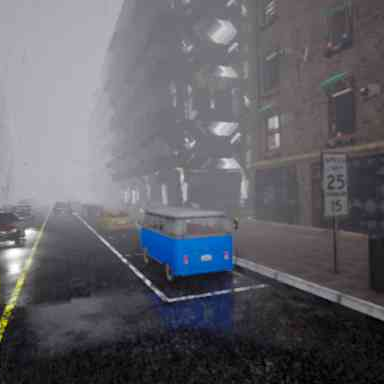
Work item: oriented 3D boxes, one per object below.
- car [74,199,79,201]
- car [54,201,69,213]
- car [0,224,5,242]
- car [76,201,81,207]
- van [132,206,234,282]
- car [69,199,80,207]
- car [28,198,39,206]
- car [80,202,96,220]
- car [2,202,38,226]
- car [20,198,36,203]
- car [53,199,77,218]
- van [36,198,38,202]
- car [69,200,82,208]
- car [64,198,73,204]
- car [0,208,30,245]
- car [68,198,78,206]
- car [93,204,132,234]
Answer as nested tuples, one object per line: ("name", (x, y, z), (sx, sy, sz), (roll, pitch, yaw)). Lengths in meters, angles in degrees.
("car", (-19.584, 2.121, 56.820), (2.008, 1.369, 4.403), (-2, 0, -22))
("car", (-18.380, 2.048, 46.773), (1.812, 1.442, 4.674), (-2, 0, -22))
("car", (-5.740, 1.712, 7.517), (1.994, 1.385, 4.181), (-2, 0, -22))
("car", (-11.036, 1.854, 35.847), (1.887, 1.381, 4.507), (-2, 0, -22))
("van", (-0.356, 1.348, 9.635), (1.690, 1.788, 3.998), (-1, 0, -22))
("car", (-23.859, 2.245, 67.307), (1.887, 1.381, 4.507), (-2, 0, -22))
("car", (-38.041, 2.429, 79.889), (2.192, 1.841, 5.009), (-2, 0, -22))
("car", (-8.900, 1.790, 30.604), (1.887, 1.381, 4.507), (-2, 0, -22))
("car", (-13.320, 1.849, 26.134), (2.128, 1.511, 4.902), (-2, 0, -22))
("car", (-29.493, 2.154, 58.919), (2.192, 1.841, 5.009), (-2, 0, -22))
("car", (-13.890, 1.878, 35.849), (2.128, 1.511, 4.902), (-2, 0, -22))
("van", (-35.903, 2.381, 74.648), (1.690, 1.788, 3.998), (-2, 0, -22))
("car", (-21.721, 2.186, 62.064), (2.008, 1.369, 4.403), (-2, 0, -22))
("car", (-33.325, 2.493, 89.657), (1.882, 1.535, 5.008), (-2, 0, -22))
("car", (-9.499, 1.774, 16.736), (1.812, 1.442, 4.674), (-2, 0, -22))
("car", (-25.998, 2.208, 72.548), (1.967, 1.590, 4.097), (-2, 0, -22))
("car", (-4.691, 1.649, 20.278), (1.752, 1.417, 4.829), (-1, 0, -22))
